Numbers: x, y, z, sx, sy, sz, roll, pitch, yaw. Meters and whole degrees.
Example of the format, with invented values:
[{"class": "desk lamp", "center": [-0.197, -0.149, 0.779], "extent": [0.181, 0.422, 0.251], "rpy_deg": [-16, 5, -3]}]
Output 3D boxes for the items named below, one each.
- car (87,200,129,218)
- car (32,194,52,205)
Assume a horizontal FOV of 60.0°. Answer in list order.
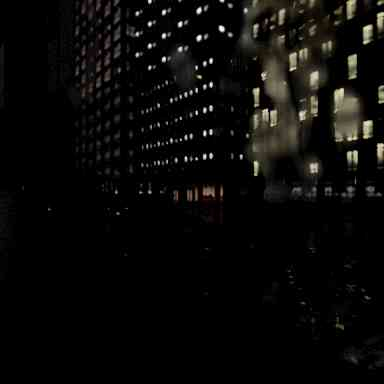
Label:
[{"class": "car", "center": [-7.020, 1.336, 27.461], "extent": [1.895, 1.301, 4.718], "rpy_deg": [0, 0, -37]}, {"class": "car", "center": [-20.922, 1.028, 46.302], "extent": [2.128, 1.511, 4.902], "rpy_deg": [0, 0, -36]}]
